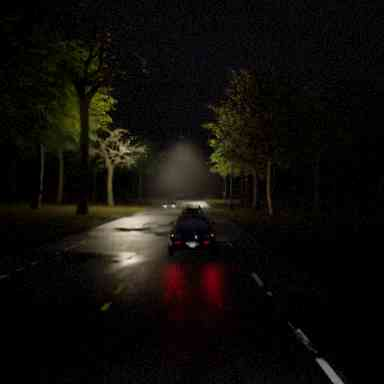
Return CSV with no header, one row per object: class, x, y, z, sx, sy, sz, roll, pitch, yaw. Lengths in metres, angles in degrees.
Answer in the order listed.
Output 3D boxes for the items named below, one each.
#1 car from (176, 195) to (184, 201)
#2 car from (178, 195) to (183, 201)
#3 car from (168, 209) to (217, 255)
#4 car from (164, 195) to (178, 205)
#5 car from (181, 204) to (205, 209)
car,-3.406,1.629,92.710,2.128,1.511,4.902,0,0,0
car,-3.275,1.644,85.190,1.812,1.442,4.674,0,0,-2
car,0.038,1.673,13.890,1.812,1.442,4.674,0,0,1
car,-4.460,1.723,66.058,2.097,1.767,4.553,0,0,-6
car,0.049,1.777,28.491,2.128,1.511,4.902,0,0,1
